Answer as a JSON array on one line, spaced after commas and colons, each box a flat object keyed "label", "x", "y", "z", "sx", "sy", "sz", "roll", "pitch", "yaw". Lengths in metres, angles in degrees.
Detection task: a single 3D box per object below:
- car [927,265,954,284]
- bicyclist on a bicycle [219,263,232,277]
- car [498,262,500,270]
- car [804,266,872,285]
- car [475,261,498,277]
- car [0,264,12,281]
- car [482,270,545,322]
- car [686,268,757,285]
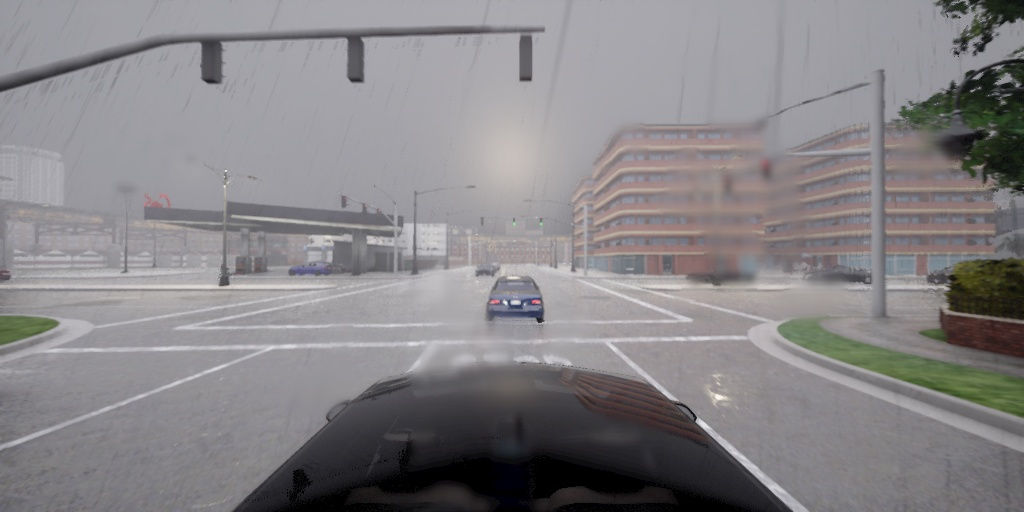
[{"label": "car", "x": 35.454, "y": 1.373, "z": 27.937, "sx": 4.553, "sy": 1.767, "sz": 2.097, "roll": 0, "pitch": -1, "yaw": 1}, {"label": "bicyclist on a bicycle", "x": -29.054, "y": 1.536, "z": 36.293, "sx": 0.582, "sy": 1.620, "sz": 1.656, "roll": -10, "pitch": 4, "yaw": 0}, {"label": "car", "x": -3.206, "y": 1.835, "z": 52.304, "sx": 1.994, "sy": 1.385, "sz": 4.181, "roll": 0, "pitch": -1, "yaw": 0}, {"label": "car", "x": 25.635, "y": 1.511, "z": 28.015, "sx": 4.902, "sy": 1.511, "sz": 2.128, "roll": 0, "pitch": -1, "yaw": 1}, {"label": "car", "x": -3.146, "y": 1.525, "z": 42.804, "sx": 2.097, "sy": 1.767, "sz": 4.553, "roll": 0, "pitch": -1, "yaw": 0}, {"label": "car", "x": -48.038, "y": 1.412, "z": 31.992, "sx": 4.553, "sy": 1.767, "sz": 2.097, "roll": 0, "pitch": -1, "yaw": 0}, {"label": "car", "x": 0.128, "y": 1.412, "z": 12.826, "sx": 2.033, "sy": 1.411, "sz": 5.357, "roll": 0, "pitch": -1, "yaw": 0}, {"label": "car", "x": 16.298, "y": 1.623, "z": 28.109, "sx": 4.718, "sy": 1.301, "sz": 1.895, "roll": 0, "pitch": -1, "yaw": -3}]
